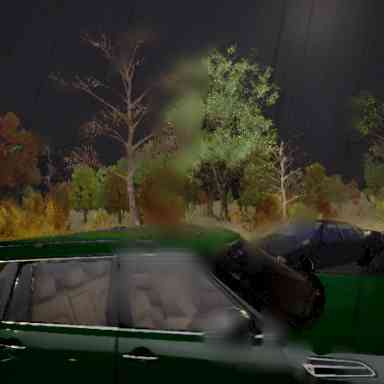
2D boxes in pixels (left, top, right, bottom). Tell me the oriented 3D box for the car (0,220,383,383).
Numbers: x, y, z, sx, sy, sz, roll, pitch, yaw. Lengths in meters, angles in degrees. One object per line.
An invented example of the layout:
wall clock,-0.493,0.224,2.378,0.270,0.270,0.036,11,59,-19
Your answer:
car,-0.158,1.390,3.381,5.566,2.045,2.150,-6,-2,16

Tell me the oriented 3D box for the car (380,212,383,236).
car,14.845,2.022,22.030,4.902,1.511,2.128,0,-3,-35

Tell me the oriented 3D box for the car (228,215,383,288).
car,3.829,1.581,10.243,5.357,1.411,2.033,0,0,-34
